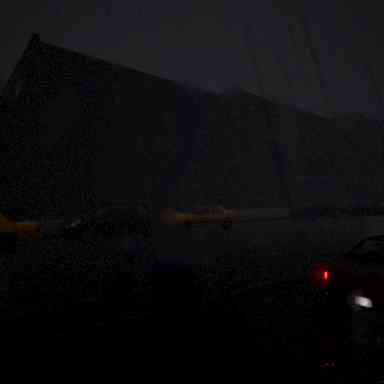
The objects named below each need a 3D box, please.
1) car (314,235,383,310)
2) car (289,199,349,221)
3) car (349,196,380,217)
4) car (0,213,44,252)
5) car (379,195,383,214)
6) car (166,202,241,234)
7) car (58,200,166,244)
[{"bbox_3d":[4.706,1.555,6.932,4.718,1.301,1.895,-1,0,-36],"label":"car"},{"bbox_3d":[9.485,1.322,25.523,4.892,1.521,2.231,0,0,-36],"label":"car"},{"bbox_3d":[13.933,1.325,28.793,4.674,1.452,2.002,0,0,-36],"label":"car"},{"bbox_3d":[-8.481,1.463,12.322,5.366,1.575,1.946,0,0,-36],"label":"car"},{"bbox_3d":[18.307,1.124,32.007,4.553,1.767,2.185,0,0,-36],"label":"car"},{"bbox_3d":[0.426,1.391,18.866,5.366,1.575,1.946,0,0,-36],"label":"car"},{"bbox_3d":[-3.855,1.303,15.724,4.553,1.767,2.185,0,0,-36],"label":"car"}]
